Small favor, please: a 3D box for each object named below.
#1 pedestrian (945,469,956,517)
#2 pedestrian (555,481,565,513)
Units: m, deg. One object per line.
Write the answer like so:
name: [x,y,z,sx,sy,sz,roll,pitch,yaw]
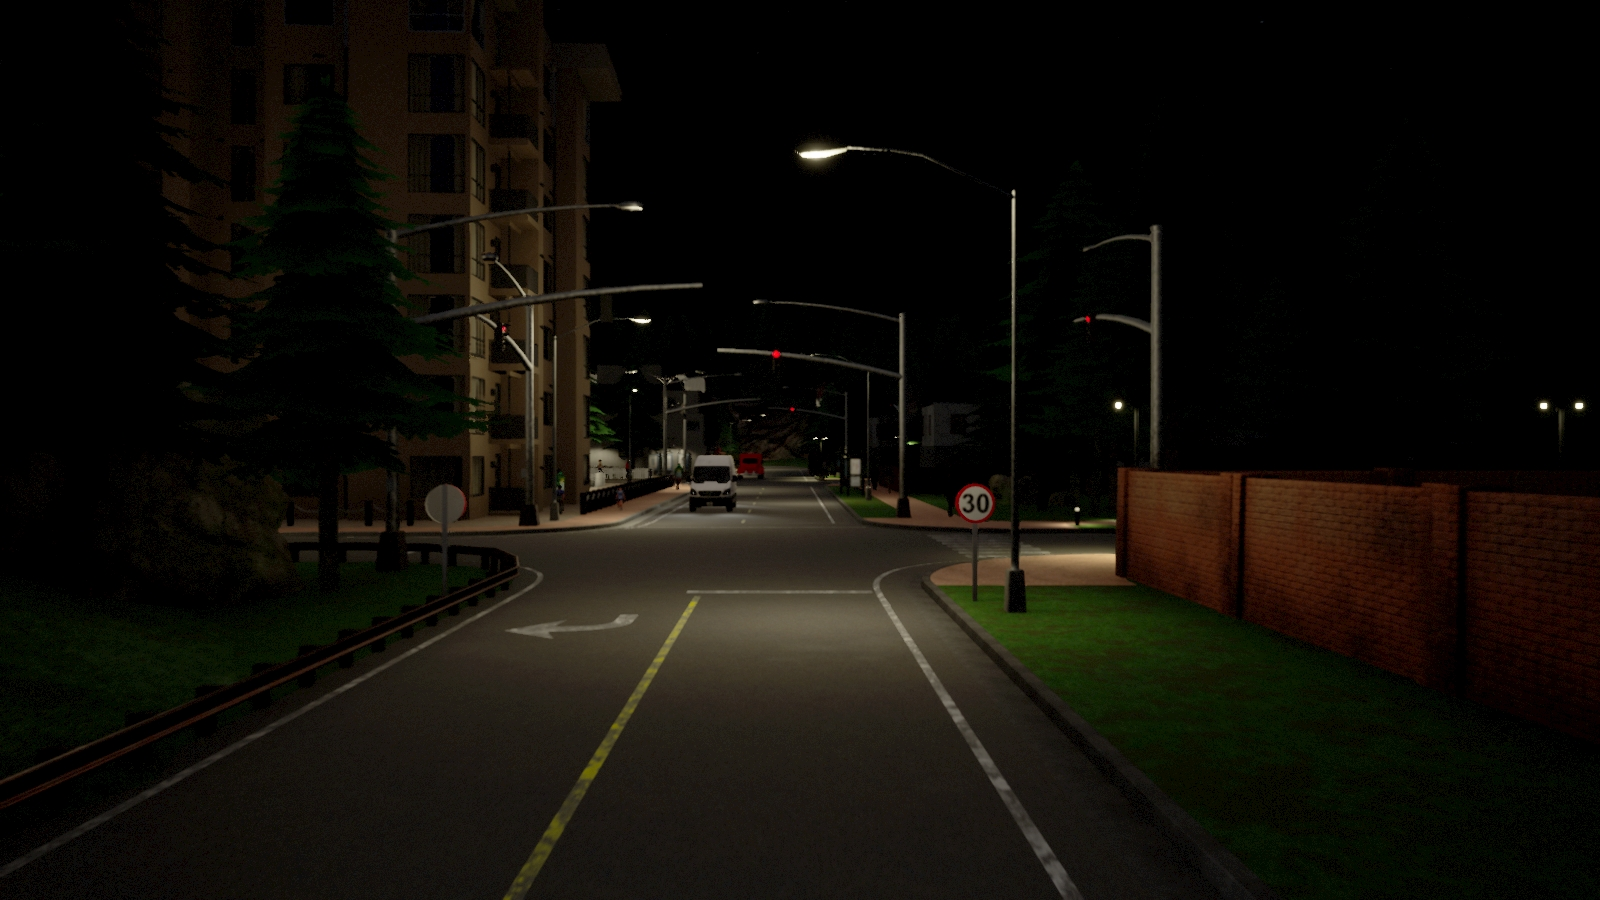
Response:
pedestrian: [5.873,1.672,44.702,0.375,1.860,0.375,0,0,0]
pedestrian: [-9.916,1.954,47.125,0.375,1.300,0.375,0,0,-17]
